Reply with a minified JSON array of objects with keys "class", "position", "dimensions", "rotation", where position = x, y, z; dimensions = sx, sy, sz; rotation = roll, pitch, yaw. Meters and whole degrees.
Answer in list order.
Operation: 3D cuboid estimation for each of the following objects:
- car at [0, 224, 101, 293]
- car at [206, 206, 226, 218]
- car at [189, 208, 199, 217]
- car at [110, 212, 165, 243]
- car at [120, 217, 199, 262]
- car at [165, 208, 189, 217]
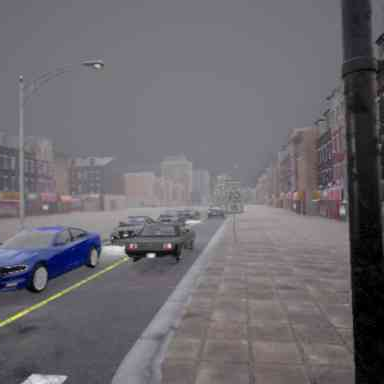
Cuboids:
[{"class":"car","position":[-4.472,1.807,10.060],"dimensions":[1.882,1.535,5.008],"rotation":[-2,-1,8]},{"class":"car","position":[2.969,2.435,41.026],"dimensions":[1.812,1.442,4.674],"rotation":[-2,-1,9]},{"class":"car","position":[-0.326,2.493,38.286],"dimensions":[1.994,1.385,4.181],"rotation":[-2,-1,8]},{"class":"car","position":[-3.162,2.088,19.082],"dimensions":[1.994,1.385,4.181],"rotation":[-2,-1,8]},{"class":"car","position":[-1.059,1.929,13.565],"dimensions":[1.895,1.301,4.718],"rotation":[-2,-1,9]},{"class":"car","position":[-1.775,2.289,28.541],"dimensions":[1.994,1.385,4.181],"rotation":[-2,-1,8]}]
